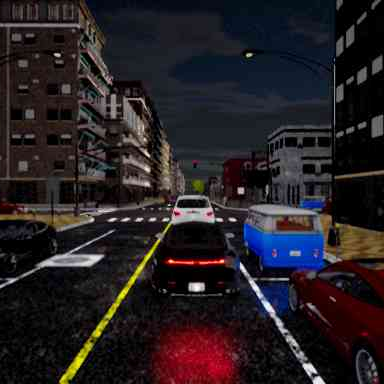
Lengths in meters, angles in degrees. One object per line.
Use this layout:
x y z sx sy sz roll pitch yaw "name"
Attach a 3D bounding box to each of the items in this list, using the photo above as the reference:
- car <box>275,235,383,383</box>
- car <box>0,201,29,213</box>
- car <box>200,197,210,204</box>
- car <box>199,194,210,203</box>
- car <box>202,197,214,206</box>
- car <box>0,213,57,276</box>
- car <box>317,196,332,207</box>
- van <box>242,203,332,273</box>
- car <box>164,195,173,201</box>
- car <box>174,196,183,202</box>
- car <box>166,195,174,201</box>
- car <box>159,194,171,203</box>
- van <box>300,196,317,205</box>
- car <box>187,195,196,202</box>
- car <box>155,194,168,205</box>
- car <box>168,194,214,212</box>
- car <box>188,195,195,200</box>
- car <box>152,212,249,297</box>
2.652 1.579 4.667 1.802 1.307 4.206 0 0 0 "car"
-17.521 1.512 31.131 4.206 1.307 1.802 0 0 0 "car"
2.575 1.587 66.221 1.802 1.307 4.206 0 0 0 "car"
2.566 1.325 71.760 2.192 1.841 5.009 0 0 0 "car"
2.595 1.523 55.313 1.752 1.417 4.829 0 0 0 "car"
-5.705 1.560 10.367 1.947 1.339 4.313 0 0 0 "car"
14.867 1.337 31.269 5.009 1.841 2.192 0 0 0 "car"
2.643 1.335 10.356 1.690 1.788 3.998 0 0 0 "van"
-5.835 1.573 82.823 2.008 1.369 4.403 0 0 0 "car"
-3.137 1.610 76.712 1.895 1.301 4.718 0 0 0 "car"
-5.845 1.554 88.192 1.752 1.417 4.829 0 0 0 "car"
-5.814 1.325 71.745 2.192 1.841 5.009 0 0 0 "car"
14.830 1.398 39.649 3.998 1.788 1.690 0 0 0 "van"
-0.145 1.560 81.527 2.033 1.411 5.357 0 0 0 "car"
-5.795 1.526 60.496 1.752 1.417 4.829 0 0 0 "car"
0.057 1.212 18.539 2.150 2.045 5.566 0 0 0 "car"
-0.163 1.519 91.977 1.895 1.301 4.718 0 0 0 "car"
0.083 1.500 8.539 1.837 1.490 4.892 0 0 0 "car"
